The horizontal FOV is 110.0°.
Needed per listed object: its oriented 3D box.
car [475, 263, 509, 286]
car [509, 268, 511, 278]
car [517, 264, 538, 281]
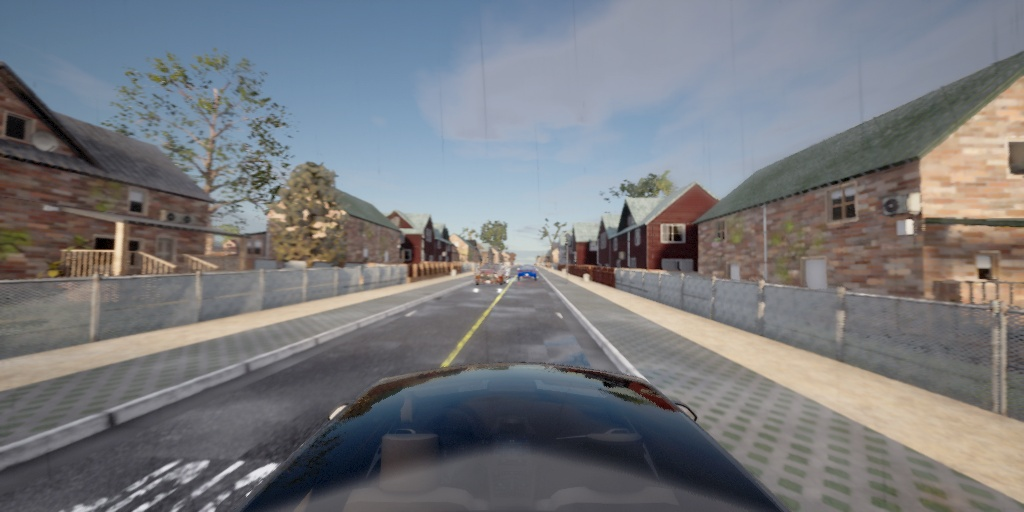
[{"bbox_3d":[-1.625,1.316,28.326,2.097,1.767,4.553,1,-1,3],"label":"car"},{"bbox_3d":[-1.163,1.707,38.487,1.812,1.442,4.674,1,-1,3],"label":"car"},{"bbox_3d":[1.558,1.673,36.446,1.882,1.535,5.008,1,-1,3],"label":"car"}]
